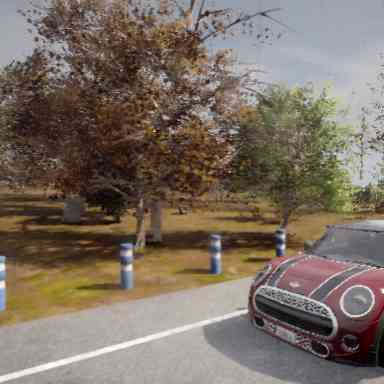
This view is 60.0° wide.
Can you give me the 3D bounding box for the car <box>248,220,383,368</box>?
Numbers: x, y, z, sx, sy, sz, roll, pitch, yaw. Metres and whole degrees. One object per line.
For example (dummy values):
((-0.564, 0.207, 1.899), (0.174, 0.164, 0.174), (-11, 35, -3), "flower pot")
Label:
((3.129, 1.322, 5.758), (4.553, 1.767, 2.097), (0, 0, -34), "car")
